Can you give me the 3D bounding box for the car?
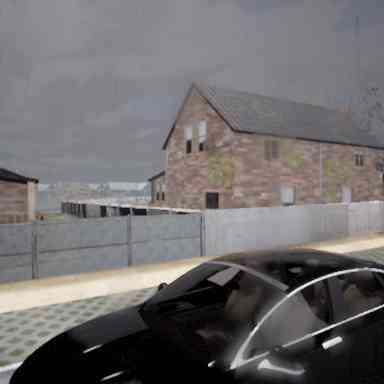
[{"bbox_3d":[0.769,1.458,3.535,4.892,1.490,1.837,-1,1,-31],"label":"car"}]
